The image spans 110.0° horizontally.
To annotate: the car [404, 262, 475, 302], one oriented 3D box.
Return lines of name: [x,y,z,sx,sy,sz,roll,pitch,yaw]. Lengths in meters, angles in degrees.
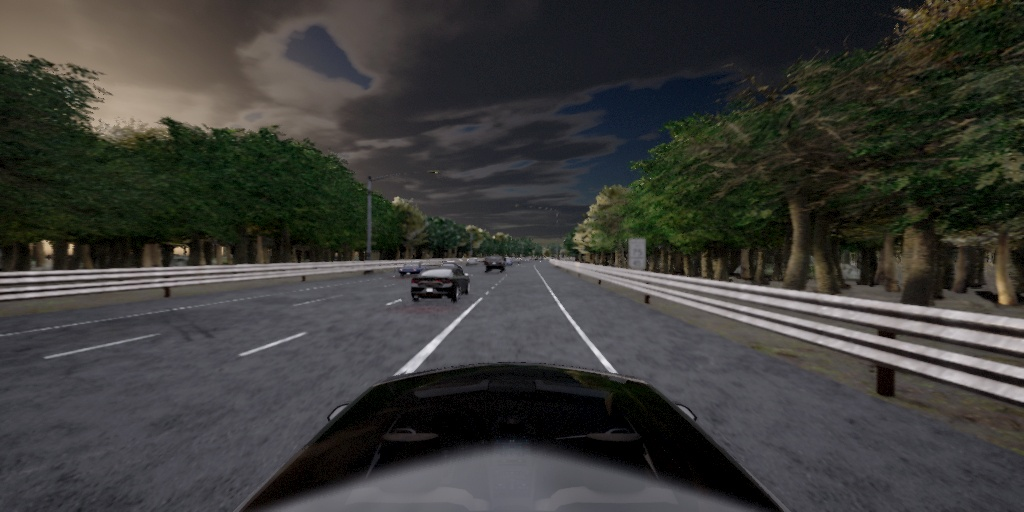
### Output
car: [-3.192,1.210,16.815,1.882,1.535,5.008,0,0,2]

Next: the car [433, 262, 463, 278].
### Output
car: [-5.969,1.282,33.927,1.994,1.385,4.181,0,0,2]

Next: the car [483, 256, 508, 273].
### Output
car: [-2.003,0.968,44.828,2.150,2.045,5.566,0,0,2]

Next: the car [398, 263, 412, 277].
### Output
car: [-9.421,1.296,35.096,1.895,1.301,4.718,1,0,2]
